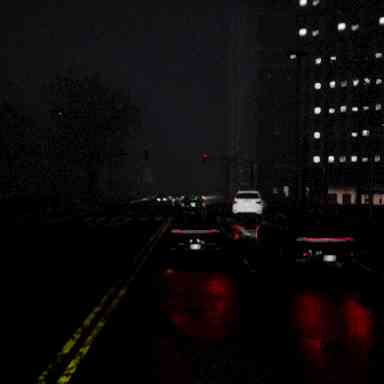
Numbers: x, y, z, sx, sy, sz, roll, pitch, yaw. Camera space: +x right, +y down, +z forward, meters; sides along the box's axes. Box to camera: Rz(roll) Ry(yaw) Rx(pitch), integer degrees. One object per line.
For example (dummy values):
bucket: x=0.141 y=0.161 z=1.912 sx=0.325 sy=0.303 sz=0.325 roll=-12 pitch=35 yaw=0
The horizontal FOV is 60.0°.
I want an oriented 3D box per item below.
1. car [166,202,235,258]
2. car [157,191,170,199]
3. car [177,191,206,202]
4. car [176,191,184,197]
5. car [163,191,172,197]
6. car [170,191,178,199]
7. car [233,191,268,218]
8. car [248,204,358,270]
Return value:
car: x=0.100 y=1.339 z=12.068 sx=2.128 sy=1.511 sz=4.902 roll=0 pitch=1 yaw=0
car: x=-6.492 y=0.705 z=72.250 sx=1.994 sy=1.385 sz=4.181 roll=0 pitch=1 yaw=0
car: x=0.102 y=1.013 z=27.414 sx=2.097 sy=1.767 sz=4.553 roll=0 pitch=1 yaw=0
car: x=-3.240 y=0.477 z=87.858 sx=1.994 sy=1.385 sz=4.181 roll=0 pitch=1 yaw=0
car: x=-6.490 y=0.402 z=87.858 sx=1.882 sy=1.535 sz=5.008 roll=0 pitch=1 yaw=0
car: x=-3.242 y=0.653 z=72.248 sx=1.837 sy=1.490 sz=4.892 roll=0 pitch=1 yaw=0
car: x=4.616 y=0.935 z=25.822 sx=2.150 sy=2.045 sz=5.566 roll=0 pitch=0 yaw=17
car: x=3.348 y=1.358 z=10.479 sx=2.128 sy=1.511 sz=4.902 roll=0 pitch=1 yaw=0
